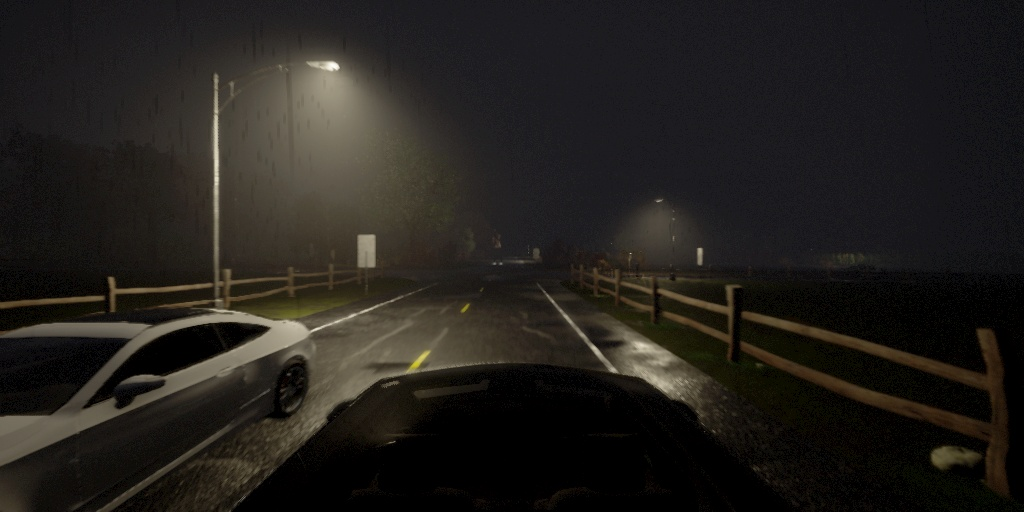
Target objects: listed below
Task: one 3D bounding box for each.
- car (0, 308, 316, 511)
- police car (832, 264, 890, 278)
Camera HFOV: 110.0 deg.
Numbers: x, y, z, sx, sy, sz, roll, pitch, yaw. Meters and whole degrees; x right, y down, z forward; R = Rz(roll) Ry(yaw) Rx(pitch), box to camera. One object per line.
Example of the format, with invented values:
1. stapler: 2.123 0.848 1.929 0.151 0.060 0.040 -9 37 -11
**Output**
1. car: -3.597 1.271 3.151 1.812 1.442 4.674 0 0 0
2. police car: 37.721 1.711 38.943 4.974 1.542 2.038 1 1 0
